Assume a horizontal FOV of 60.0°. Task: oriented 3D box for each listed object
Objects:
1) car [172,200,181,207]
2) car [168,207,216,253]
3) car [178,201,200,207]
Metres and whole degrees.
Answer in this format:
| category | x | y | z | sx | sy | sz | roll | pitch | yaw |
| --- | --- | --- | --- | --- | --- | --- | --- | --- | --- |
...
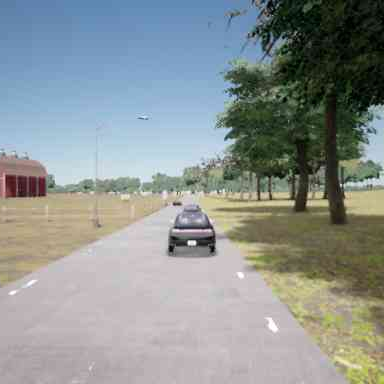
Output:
| category | x | y | z | sx | sy | sz | roll | pitch | yaw |
| --- | --- | --- | --- | --- | --- | --- | --- | --- | --- |
| car | -2.801 | 2.165 | 63.970 | 1.895 | 1.301 | 4.718 | 0 | 0 | 1 |
| car | 0.001 | 1.627 | 14.298 | 2.128 | 1.511 | 4.902 | 0 | 0 | 0 |
| car | -0.002 | 1.802 | 29.390 | 1.812 | 1.442 | 4.674 | 0 | 0 | 0 |
